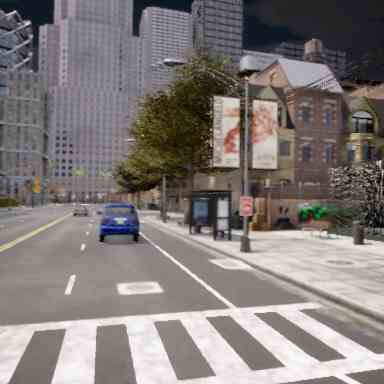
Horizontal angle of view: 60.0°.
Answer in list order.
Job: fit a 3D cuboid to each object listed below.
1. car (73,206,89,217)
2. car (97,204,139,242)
[{"bbox_3d":[-15.648,2.698,46.760,2.033,1.411,5.357,1,-2,-15],"label":"car"},{"bbox_3d":[-4.467,1.750,20.013,2.150,2.045,5.566,1,-2,-15],"label":"car"}]
